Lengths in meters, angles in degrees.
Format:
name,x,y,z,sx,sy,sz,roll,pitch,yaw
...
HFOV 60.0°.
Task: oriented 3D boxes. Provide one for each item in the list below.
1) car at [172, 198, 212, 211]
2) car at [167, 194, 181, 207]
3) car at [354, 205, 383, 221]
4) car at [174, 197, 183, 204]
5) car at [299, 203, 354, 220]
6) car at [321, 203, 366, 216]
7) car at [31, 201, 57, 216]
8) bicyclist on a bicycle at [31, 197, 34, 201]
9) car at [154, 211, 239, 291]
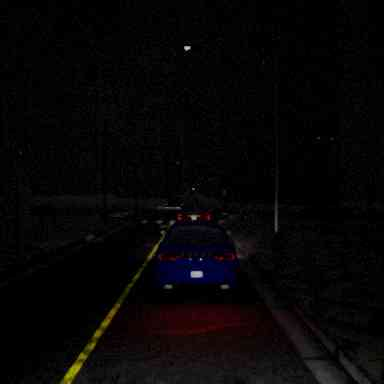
name,x,y,z,sx,sy,sz,roll,pitch,yaw
car,0.134,1.443,20.093,2.097,1.767,4.553,0,0,1
car,-3.039,1.475,57.122,2.150,2.045,5.566,0,0,0
car,17.969,1.963,30.763,4.829,1.417,1.752,1,-1,0
car,-2.958,1.855,73.230,1.812,1.442,4.674,0,0,0
car,12.156,1.913,30.767,4.313,1.339,1.947,1,-1,0
car,17.813,2.019,39.287,4.403,1.369,2.008,1,-1,0
car,-14.753,1.505,30.692,4.403,1.369,2.008,1,-1,0
bicyclist on a bicycle,-20.468,1.220,42.182,0.582,1.620,1.656,1,0,0
car,0.106,1.519,9.194,1.882,1.535,5.008,0,0,0
